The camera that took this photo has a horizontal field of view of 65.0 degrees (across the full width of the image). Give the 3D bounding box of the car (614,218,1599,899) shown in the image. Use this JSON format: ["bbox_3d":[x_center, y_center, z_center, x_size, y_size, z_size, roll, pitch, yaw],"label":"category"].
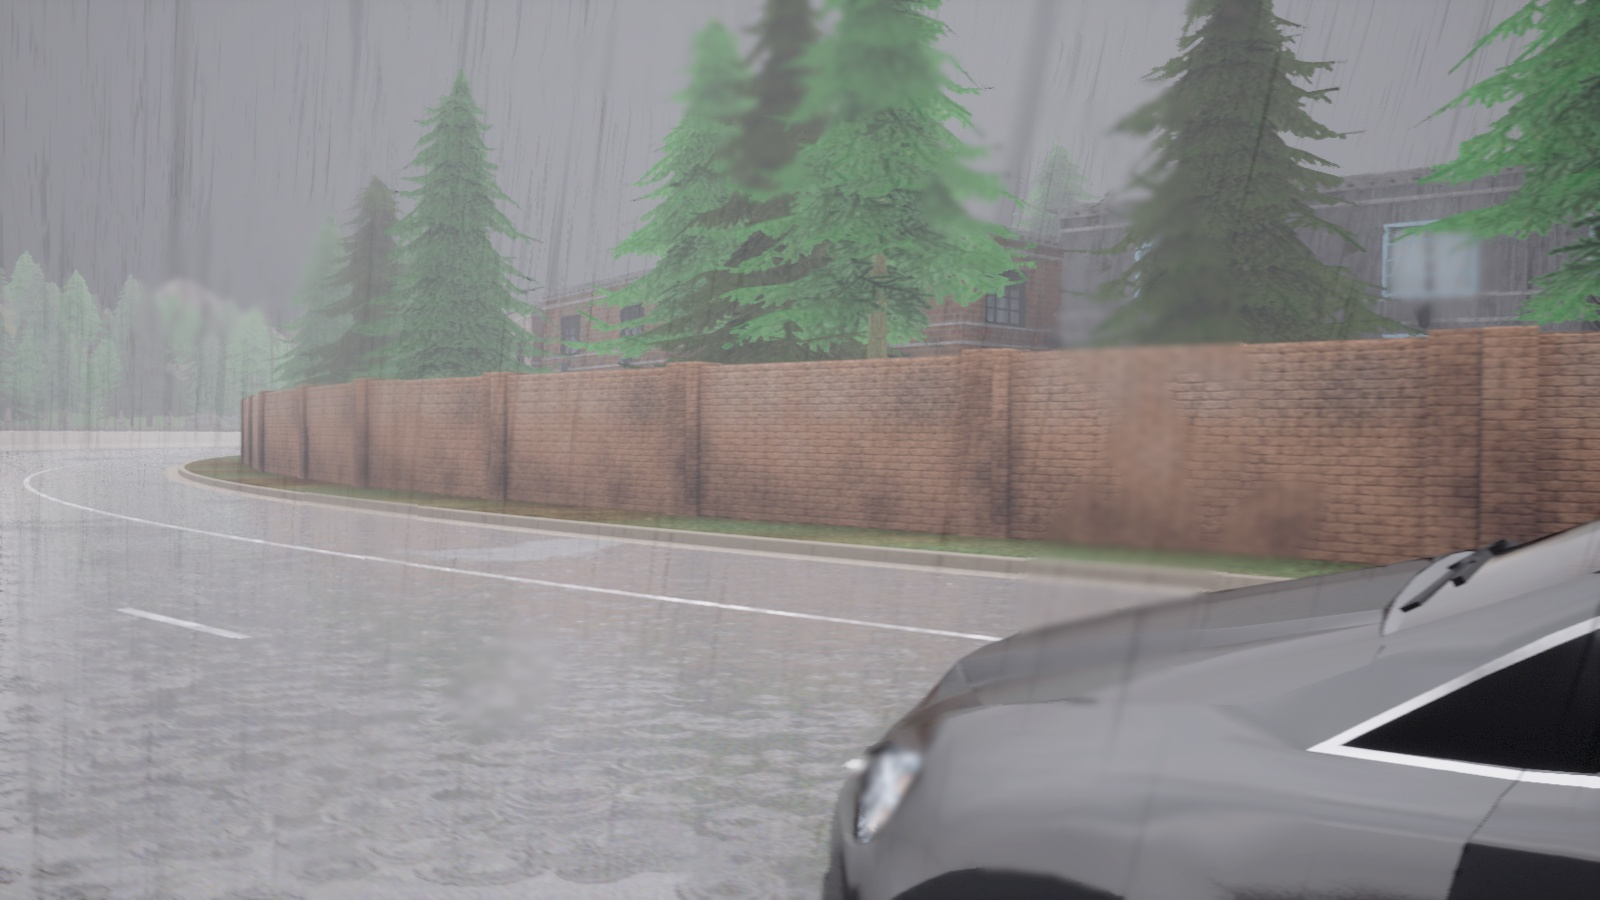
[{"bbox_3d":[2.186,0.529,2.085,4.611,1.667,2.242,0,1,34],"label":"car"}]
